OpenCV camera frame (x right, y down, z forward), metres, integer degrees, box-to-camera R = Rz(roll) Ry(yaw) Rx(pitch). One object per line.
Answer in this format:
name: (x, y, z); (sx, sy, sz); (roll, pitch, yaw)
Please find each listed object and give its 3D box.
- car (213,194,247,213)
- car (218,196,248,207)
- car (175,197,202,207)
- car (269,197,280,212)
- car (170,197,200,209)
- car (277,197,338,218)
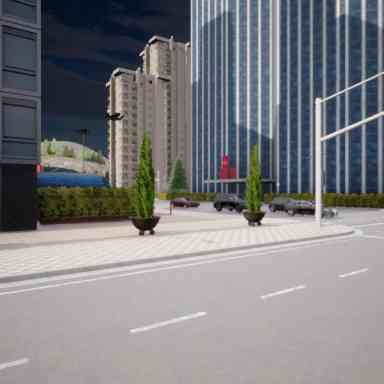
car: (4.742, 1.221, 37.581); (2.150, 2.045, 5.566); (0, 0, -36)
car: (6.497, 1.491, 53.389); (2.128, 1.511, 4.902); (0, 0, -36)
car: (-0.573, 1.563, 50.891); (1.994, 1.385, 4.181); (0, 0, -36)
car: (10.513, 1.352, 35.580); (2.097, 1.767, 4.553); (0, 0, -36)
car: (-1.095, 1.477, 45.647); (1.882, 1.535, 5.008); (0, 0, -36)
car: (10.481, 1.491, 29.666); (2.128, 1.511, 4.902); (0, 0, -36)
